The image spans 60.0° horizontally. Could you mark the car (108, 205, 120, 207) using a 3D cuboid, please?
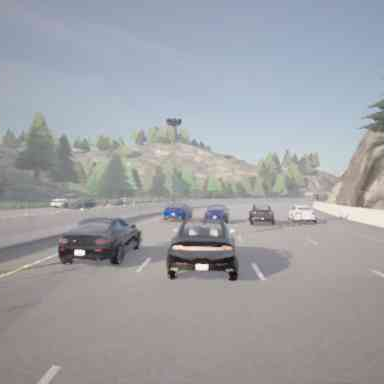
[{"bbox_3d":[-11.491,1.758,50.117,1.812,1.442,4.674,0,0,14],"label":"car"}]

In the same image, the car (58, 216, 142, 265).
[{"bbox_3d":[-3.063,1.577,11.769,1.812,1.442,4.674,0,0,3],"label":"car"}]

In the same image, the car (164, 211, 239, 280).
[{"bbox_3d":[0.358,1.568,10.231,2.128,1.511,4.902,0,0,3],"label":"car"}]

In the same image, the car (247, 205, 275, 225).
[{"bbox_3d":[5.462,1.735,26.361,2.128,1.511,4.902,0,0,9],"label":"car"}]

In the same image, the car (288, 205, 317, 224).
[{"bbox_3d":[9.285,1.820,28.125,1.812,1.442,4.674,0,0,9],"label":"car"}]

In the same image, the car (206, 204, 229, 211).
[{"bbox_3d":[2.100,1.742,27.652,1.812,1.442,4.674,0,0,9],"label":"car"}]

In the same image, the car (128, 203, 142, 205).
[{"bbox_3d":[-8.055,1.865,49.462,1.895,1.301,4.718,0,0,14],"label":"car"}]

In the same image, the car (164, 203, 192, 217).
[{"bbox_3d":[-1.162,1.674,29.567,1.882,1.535,5.008,0,0,9],"label":"car"}]
